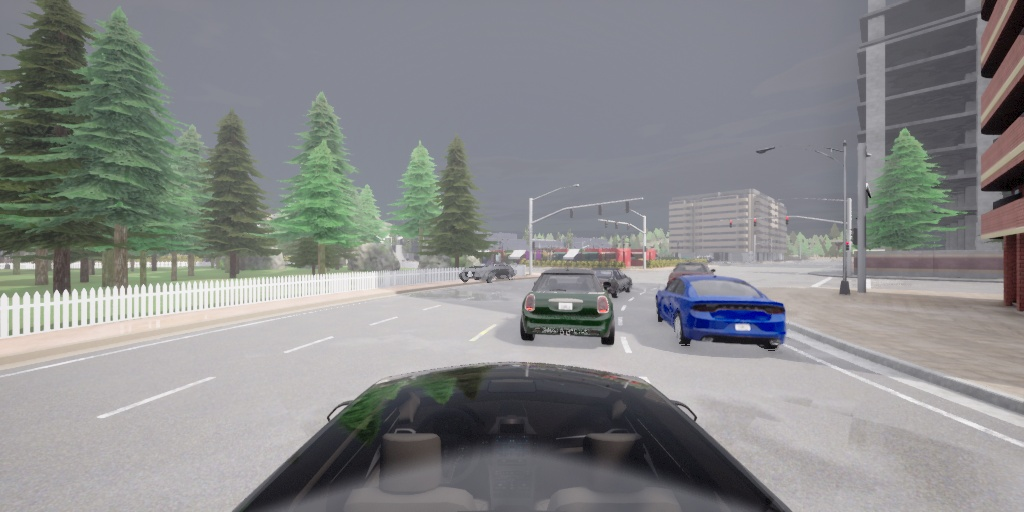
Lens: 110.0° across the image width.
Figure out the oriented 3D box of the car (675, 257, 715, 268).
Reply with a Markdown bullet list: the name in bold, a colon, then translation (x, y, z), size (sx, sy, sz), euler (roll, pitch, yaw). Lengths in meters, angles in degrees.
- **car**: translation (10.247, 1.111, 20.232), size (2.097, 1.767, 4.553), euler (0, 0, 32)

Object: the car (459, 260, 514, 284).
- **car**: translation (-1.445, 0.921, 22.135), size (1.994, 1.385, 4.181), euler (0, 0, 29)

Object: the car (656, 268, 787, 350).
- **car**: translation (5.001, 1.231, 9.278), size (1.882, 1.535, 5.008), euler (0, 0, 13)

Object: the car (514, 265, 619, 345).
- **car**: translation (1.616, 1.104, 9.817), size (2.097, 1.767, 4.553), euler (0, 0, 13)

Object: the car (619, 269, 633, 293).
- **car**: translation (4.865, 1.302, 18.570), size (2.033, 1.411, 5.357), euler (0, 0, 29)
